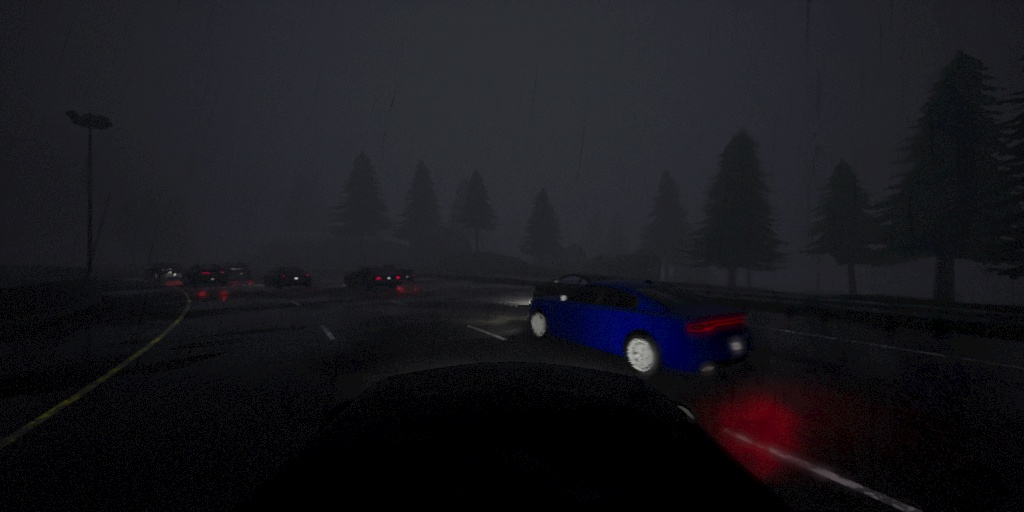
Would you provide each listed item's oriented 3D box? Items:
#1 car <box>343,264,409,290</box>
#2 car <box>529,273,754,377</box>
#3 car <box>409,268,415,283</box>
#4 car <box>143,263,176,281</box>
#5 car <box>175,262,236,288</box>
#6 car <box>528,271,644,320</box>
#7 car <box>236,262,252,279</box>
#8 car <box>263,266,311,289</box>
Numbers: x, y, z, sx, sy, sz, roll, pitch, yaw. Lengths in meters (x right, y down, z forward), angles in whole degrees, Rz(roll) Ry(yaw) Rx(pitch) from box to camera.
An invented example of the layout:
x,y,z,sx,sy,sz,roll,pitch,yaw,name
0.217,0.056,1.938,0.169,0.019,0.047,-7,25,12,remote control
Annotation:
x,y,z,sx,sy,sz,roll,pitch,yaw,name
-8.939,1.352,22.837,2.033,1.411,5.357,0,0,-43,car
2.248,1.244,7.694,1.882,1.535,5.008,0,0,-30,car
-9.402,1.344,28.229,4.674,1.442,1.812,0,0,45,car
-30.418,1.325,31.405,4.892,1.490,1.837,0,0,31,car
-21.236,1.298,24.758,4.902,1.511,2.128,0,0,40,car
2.614,1.347,13.669,1.994,1.385,4.181,0,0,-32,car
-25.077,1.315,32.053,4.902,1.511,2.128,0,0,35,car
-14.955,1.369,23.812,4.181,1.385,1.994,0,0,44,car
